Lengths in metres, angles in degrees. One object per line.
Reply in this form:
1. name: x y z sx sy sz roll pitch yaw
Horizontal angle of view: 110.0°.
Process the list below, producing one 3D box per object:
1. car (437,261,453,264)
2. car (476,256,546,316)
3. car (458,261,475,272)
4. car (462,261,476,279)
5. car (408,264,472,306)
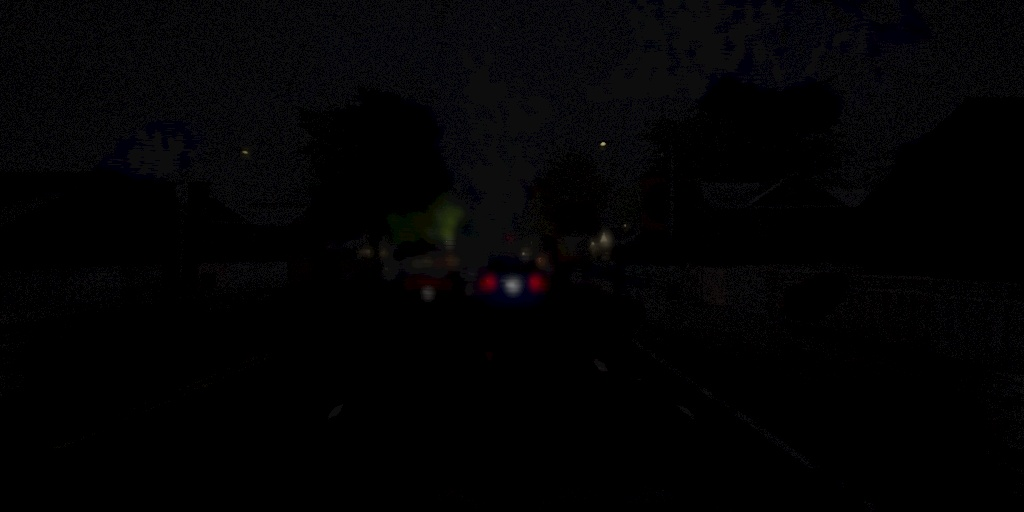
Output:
1. car: -9.842 1.426 52.343 1.882 1.535 5.008 0 0 0
2. car: 0.060 1.021 13.848 2.150 2.045 5.566 0 0 0
3. car: -6.593 1.453 52.376 1.837 1.490 4.892 0 0 0
4. car: -3.182 1.344 31.544 1.882 1.535 5.008 0 0 0
5. car: -3.180 1.284 16.119 1.882 1.535 5.008 0 0 0
